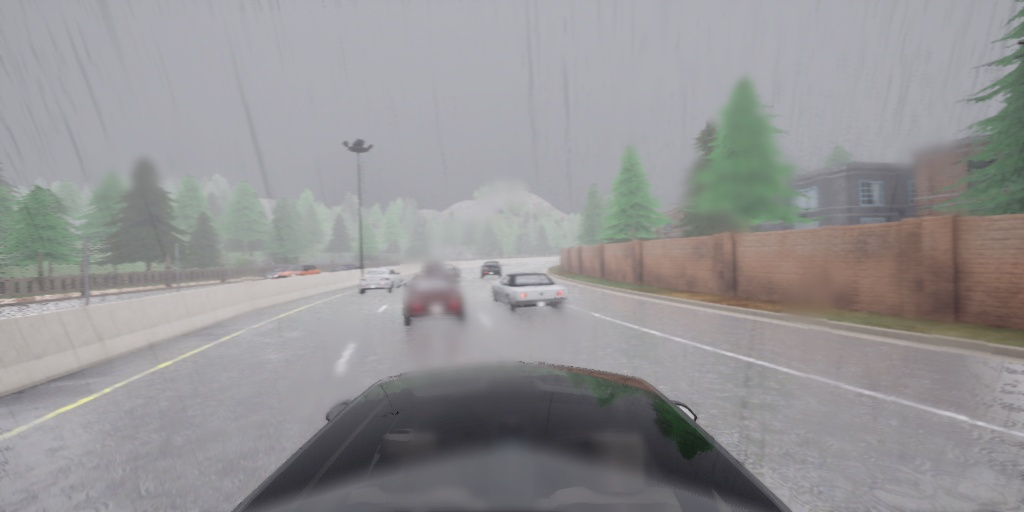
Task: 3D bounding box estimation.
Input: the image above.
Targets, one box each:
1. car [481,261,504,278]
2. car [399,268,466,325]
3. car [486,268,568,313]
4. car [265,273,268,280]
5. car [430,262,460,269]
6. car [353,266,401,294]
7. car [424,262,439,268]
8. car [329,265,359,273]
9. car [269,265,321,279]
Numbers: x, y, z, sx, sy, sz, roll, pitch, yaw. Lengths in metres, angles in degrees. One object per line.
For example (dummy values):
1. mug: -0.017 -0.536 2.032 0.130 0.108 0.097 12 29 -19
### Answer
1. car: -1.850 1.227 33.506 1.837 1.490 4.892 -2 0 -1
2. car: -2.668 1.328 12.227 1.812 1.442 4.674 -2 0 -14
3. car: 0.459 1.305 13.978 1.895 1.301 4.718 -2 0 -14
4. car: -22.994 1.841 36.684 2.128 1.511 4.902 -2 0 1
5. car: -5.282 1.436 29.932 1.895 1.301 4.718 -2 0 -3
6. car: -8.046 1.463 22.256 1.812 1.442 4.674 -2 0 -7
7. car: -8.621 1.413 40.587 1.837 1.490 4.892 -2 0 3
8. car: -16.019 1.636 35.025 2.128 1.511 4.902 -2 0 1
9. car: -19.492 1.604 32.773 2.097 1.767 4.553 -2 0 -1
